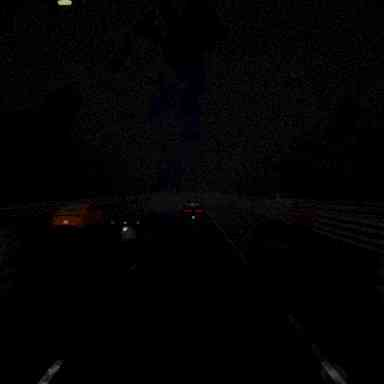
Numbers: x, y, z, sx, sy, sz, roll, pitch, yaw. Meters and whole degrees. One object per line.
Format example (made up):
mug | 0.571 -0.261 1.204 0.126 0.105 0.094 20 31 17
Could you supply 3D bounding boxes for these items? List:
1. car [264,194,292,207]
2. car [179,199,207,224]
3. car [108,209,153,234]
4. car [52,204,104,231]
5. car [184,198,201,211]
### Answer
car | 11.209 1.310 44.288 2.150 2.045 5.566 0 0 -13
car | 0.097 1.493 24.726 2.128 1.511 4.902 0 0 0
car | -3.401 1.603 19.254 1.895 1.301 4.718 0 0 0
car | -6.904 1.480 20.668 1.882 1.535 5.008 0 0 0
car | 0.094 1.554 42.900 2.033 1.411 5.357 0 0 0
